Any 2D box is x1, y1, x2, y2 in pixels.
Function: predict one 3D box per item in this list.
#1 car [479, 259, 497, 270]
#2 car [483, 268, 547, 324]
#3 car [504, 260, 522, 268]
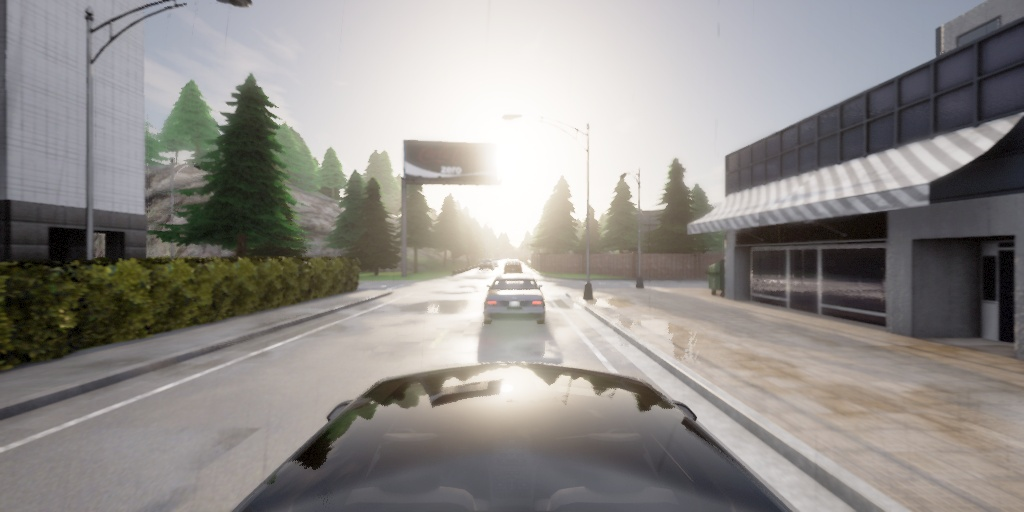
[{"bbox_3d":[-3.569,1.214,50.911,1.837,1.490,4.892,0,0,0],"label":"car"},{"bbox_3d":[0.080,1.289,11.846,2.033,1.411,5.357,0,0,0],"label":"car"},{"bbox_3d":[0.103,1.195,38.615,1.882,1.535,5.008,0,0,0],"label":"car"}]
